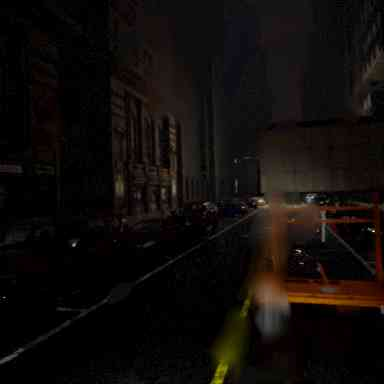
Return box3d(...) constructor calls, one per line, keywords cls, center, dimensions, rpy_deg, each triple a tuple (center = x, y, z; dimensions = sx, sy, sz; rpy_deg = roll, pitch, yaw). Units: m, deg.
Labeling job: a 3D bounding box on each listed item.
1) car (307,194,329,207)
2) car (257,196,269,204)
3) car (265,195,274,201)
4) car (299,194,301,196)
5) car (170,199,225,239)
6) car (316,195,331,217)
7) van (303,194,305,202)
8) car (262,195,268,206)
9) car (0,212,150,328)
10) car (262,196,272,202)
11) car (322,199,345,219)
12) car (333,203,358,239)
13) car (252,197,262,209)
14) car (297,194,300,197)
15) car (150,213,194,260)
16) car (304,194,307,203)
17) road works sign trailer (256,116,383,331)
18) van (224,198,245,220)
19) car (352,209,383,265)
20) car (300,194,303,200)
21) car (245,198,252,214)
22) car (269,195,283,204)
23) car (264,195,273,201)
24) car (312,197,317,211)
box3d(cls="car", center=(14.578, 1.120, 37.495), dimensions=(2.192, 1.841, 5.009), rpy_deg=(-2, 0, 16))
box3d(cls="car", center=(14.314, 1.594, 66.755), dimensions=(1.947, 1.339, 4.313), rpy_deg=(-2, 0, 16))
box3d(cls="car", center=(20.639, 1.538, 88.251), dimensions=(1.887, 1.381, 4.507), rpy_deg=(-2, 0, 16))
box3d(cls="car", center=(24.074, 1.329, 69.739), dimensions=(1.802, 1.307, 4.206), rpy_deg=(-2, 0, 16))
box3d(cls="car", center=(0.075, 1.437, 18.392), dimensions=(2.192, 1.841, 5.009), rpy_deg=(-2, 0, 16))
box3d(cls="car", center=(11.419, 1.267, 26.746), dimensions=(1.967, 1.590, 4.097), rpy_deg=(-2, 0, 16))
box3d(cls="van", center=(19.323, 1.116, 53.618), dimensions=(1.690, 1.788, 3.998), rpy_deg=(-2, 0, 16))
box3d(cls="car", center=(11.148, 1.487, 56.008), dimensions=(1.967, 1.590, 4.097), rpy_deg=(-2, 0, 16))
box3d(cls="car", center=(-3.087, 1.463, 7.644), dimensions=(2.192, 1.841, 5.009), rpy_deg=(-2, 0, 16))
box3d(cls="car", center=(17.476, 1.561, 77.503), dimensions=(2.008, 1.369, 4.403), rpy_deg=(-2, 0, 16))
box3d(cls="car", center=(9.841, 1.389, 21.371), dimensions=(2.008, 1.369, 4.403), rpy_deg=(-2, 0, 16))
box3d(cls="car", center=(8.260, 1.416, 15.997), dimensions=(1.947, 1.339, 4.313), rpy_deg=(-2, 0, 16))
box3d(cls="car", center=(7.985, 1.507, 45.261), dimensions=(1.967, 1.590, 4.097), rpy_deg=(-2, 0, 16))
box3d(cls="car", center=(28.818, 1.265, 85.862), dimensions=(1.887, 1.381, 4.507), rpy_deg=(-2, 0, 16))
box3d(cls="car", center=(-1.499, 1.717, 13.016), dimensions=(1.802, 1.307, 4.206), rpy_deg=(-2, 0, 16))
box3d(cls="car", center=(17.795, 1.310, 48.405), dimensions=(1.752, 1.417, 4.829), rpy_deg=(-2, 0, 16))
box3d(cls="road works sign trailer", center=(2.539, 0.428, 6.470), dimensions=(2.380, 3.560, 2.880), rpy_deg=(-2, 0, 16))
box3d(cls="van", center=(3.238, 1.440, 29.139), dimensions=(1.690, 1.788, 3.998), rpy_deg=(-2, 0, 16))
box3d(cls="car", center=(6.679, 1.429, 10.623), dimensions=(1.947, 1.339, 4.313), rpy_deg=(-2, 0, 16))
box3d(cls="car", center=(22.493, 1.338, 64.365), dimensions=(1.802, 1.307, 4.206), rpy_deg=(-2, 0, 16))
box3d(cls="car", center=(4.777, 1.613, 34.348), dimensions=(1.752, 1.417, 4.829), rpy_deg=(-2, 0, 16))
box3d(cls="car", center=(16.255, 1.545, 63.574), dimensions=(1.895, 1.301, 4.718), rpy_deg=(-2, 0, 16))
box3d(cls="car", center=(19.009, 1.527, 82.713), dimensions=(1.752, 1.417, 4.829), rpy_deg=(-2, 0, 16))
box3d(cls="car", center=(13.004, 1.398, 32.119), dimensions=(1.802, 1.307, 4.206), rpy_deg=(-2, 0, 16))
